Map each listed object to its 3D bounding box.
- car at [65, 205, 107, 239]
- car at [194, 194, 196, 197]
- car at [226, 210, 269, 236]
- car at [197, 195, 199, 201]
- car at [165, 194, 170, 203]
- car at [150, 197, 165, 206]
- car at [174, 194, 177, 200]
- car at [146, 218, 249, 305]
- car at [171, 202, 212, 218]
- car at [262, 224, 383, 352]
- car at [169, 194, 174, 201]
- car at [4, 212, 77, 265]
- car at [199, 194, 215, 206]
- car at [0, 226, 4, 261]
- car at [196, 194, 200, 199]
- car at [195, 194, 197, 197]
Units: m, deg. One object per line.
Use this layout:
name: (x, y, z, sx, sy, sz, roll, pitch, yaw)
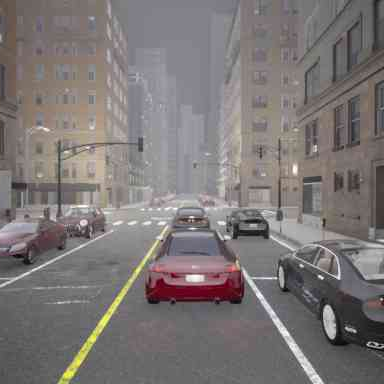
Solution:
car: (-5.752, 1.441, 17.118, 1.967, 1.590, 4.097, 0, 0, 0)
car: (2.499, 1.456, 92.113, 2.192, 1.841, 5.009, 0, 0, 0)
car: (2.773, 1.566, 17.160, 1.947, 1.339, 4.313, 0, 0, 0)
car: (2.588, 1.606, 65.068, 2.008, 1.369, 4.403, 0, 0, 0)
car: (-5.937, 1.606, 65.037, 2.008, 1.369, 4.403, 0, 0, 0)
car: (-5.903, 1.617, 54.221, 1.802, 1.307, 4.206, 0, 0, 0)
car: (-6.025, 1.456, 92.081, 2.192, 1.841, 5.009, 0, 0, 0)
car: (0.042, 1.564, 8.156, 1.994, 1.385, 4.181, 0, 0, -1)
car: (-0.046, 1.505, 17.069, 1.837, 1.490, 4.892, 0, 0, 0)
car: (2.828, 1.550, 6.158, 2.008, 1.369, 4.403, 0, 0, 0)
car: (-5.989, 1.625, 81.093, 1.752, 1.417, 4.829, 0, 0, 0)
car: (-5.725, 1.582, 11.617, 1.802, 1.307, 4.206, 0, 0, 0)
car: (2.621, 1.475, 54.250, 1.967, 1.590, 4.097, 0, 0, 0)
car: (-5.697, 1.566, 6.115, 1.947, 1.339, 4.313, 0, 0, 0)
car: (2.552, 1.523, 75.886, 1.967, 1.590, 4.097, 0, 0, 0)
car: (2.517, 1.559, 86.704, 1.967, 1.590, 4.097, 0, 0, 0)
